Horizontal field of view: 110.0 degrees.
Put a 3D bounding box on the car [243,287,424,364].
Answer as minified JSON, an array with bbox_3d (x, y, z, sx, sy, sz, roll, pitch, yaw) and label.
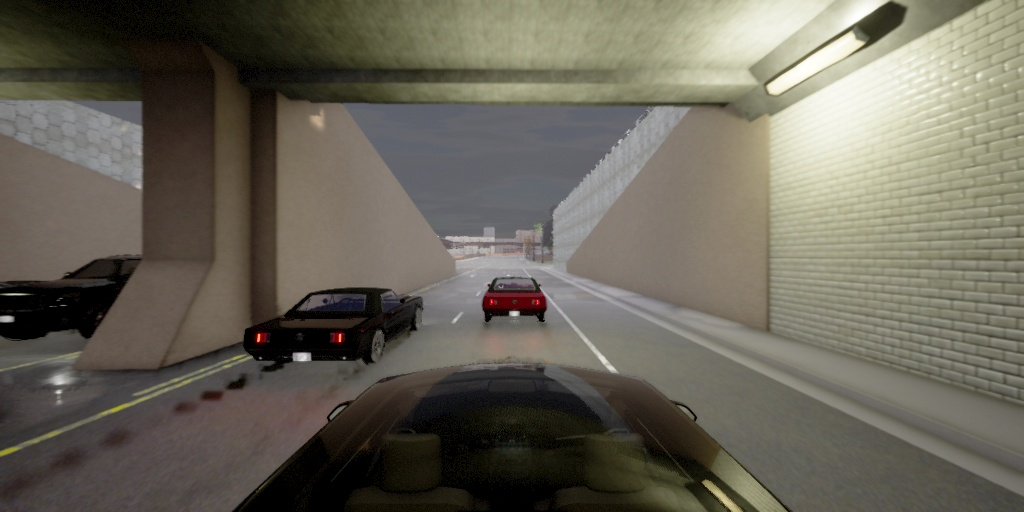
[{"bbox_3d":[-3.402,1.351,8.038,1.895,1.301,4.718,0,0,0],"label":"car"}]

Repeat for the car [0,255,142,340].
[{"bbox_3d":[-10.606,0.971,10.285,2.150,2.045,5.566,0,0,0],"label":"car"}]

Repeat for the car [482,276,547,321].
[{"bbox_3d":[0.078,1.350,12.423,1.895,1.301,4.718,0,0,0],"label":"car"}]

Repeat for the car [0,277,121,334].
[{"bbox_3d":[-14.104,1.351,9.714,1.895,1.301,4.718,0,0,0],"label":"car"}]
